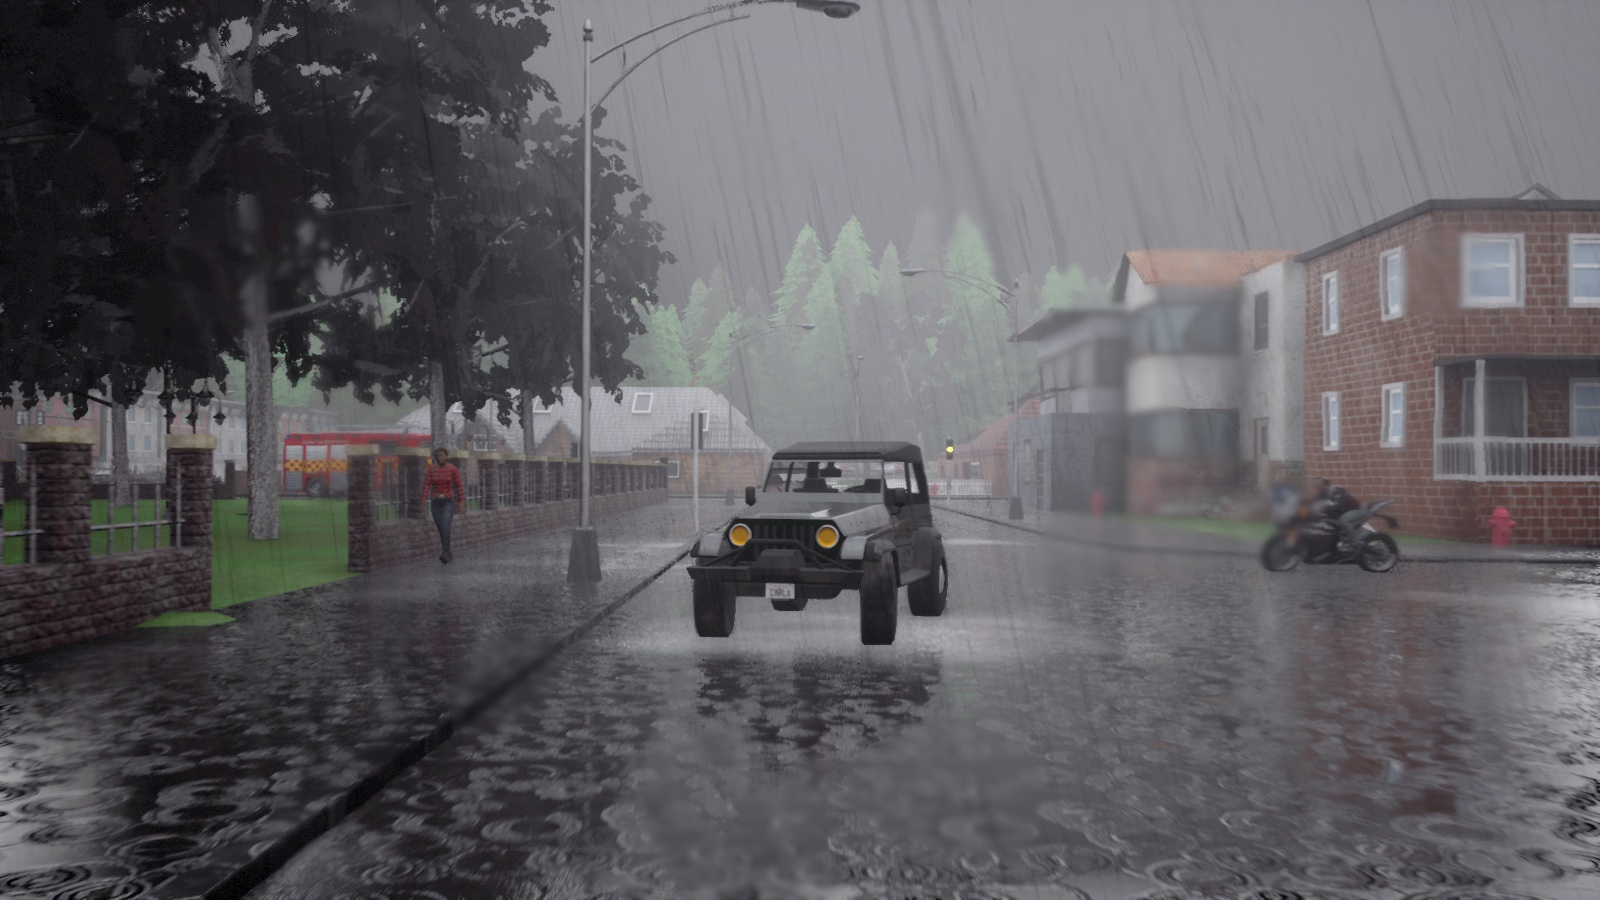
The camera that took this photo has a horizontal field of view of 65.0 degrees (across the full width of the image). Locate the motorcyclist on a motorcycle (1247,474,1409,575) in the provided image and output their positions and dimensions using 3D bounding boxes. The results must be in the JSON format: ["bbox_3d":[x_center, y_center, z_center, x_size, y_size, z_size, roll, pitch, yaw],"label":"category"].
[{"bbox_3d":[8.290,1.147,19.771,2.191,1.530,0.866,0,-1,-5],"label":"motorcyclist on a motorcycle"}]

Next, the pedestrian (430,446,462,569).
[{"bbox_3d":[-5.400,0.867,19.169,0.331,1.846,0.636,0,-1,-1],"label":"pedestrian"}]

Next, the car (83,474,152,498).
[{"bbox_3d":[-45.511,2.378,83.845,1.882,1.535,5.008,0,-1,0],"label":"car"}]

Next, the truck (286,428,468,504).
[{"bbox_3d":[-21.786,0.826,65.040,8.468,3.827,2.891,0,-1,-1],"label":"truck"}]

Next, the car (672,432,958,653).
[{"bbox_3d":[0.330,0.823,12.807,1.905,1.878,3.866,-1,-1,17],"label":"car"}]
